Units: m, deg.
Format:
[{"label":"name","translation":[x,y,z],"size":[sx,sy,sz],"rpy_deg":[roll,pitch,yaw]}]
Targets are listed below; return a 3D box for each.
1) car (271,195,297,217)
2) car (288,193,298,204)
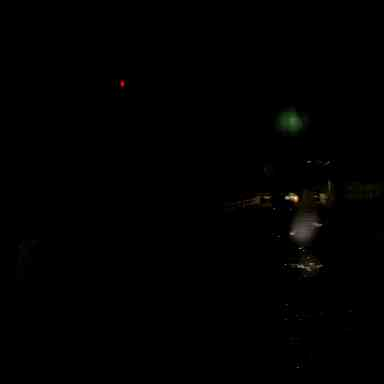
[{"label":"car","translation":[8.427,1.389,30.710],"size":[1.882,1.535,5.008],"rpy_deg":[-2,0,18]},{"label":"car","translation":[17.160,1.039,57.310],"size":[2.097,1.767,4.553],"rpy_deg":[-2,0,18]}]
